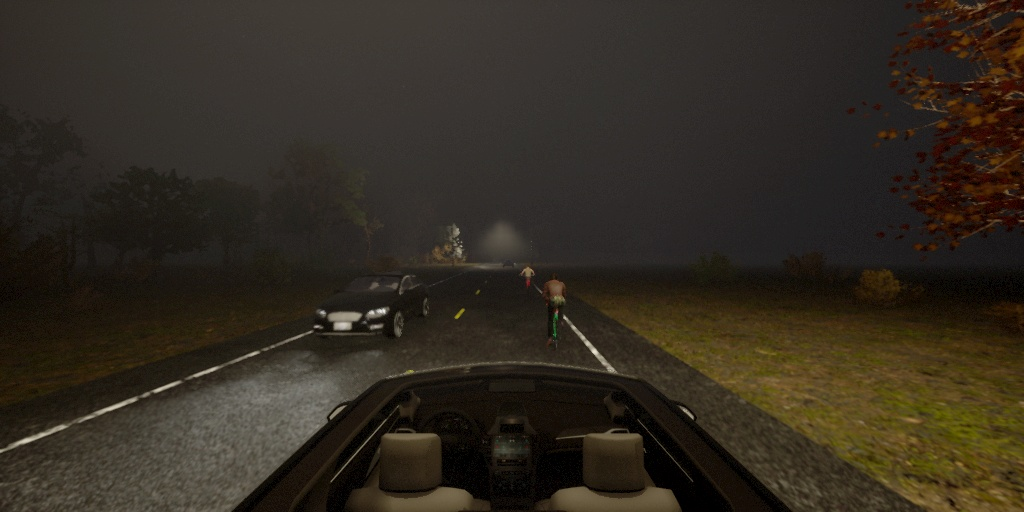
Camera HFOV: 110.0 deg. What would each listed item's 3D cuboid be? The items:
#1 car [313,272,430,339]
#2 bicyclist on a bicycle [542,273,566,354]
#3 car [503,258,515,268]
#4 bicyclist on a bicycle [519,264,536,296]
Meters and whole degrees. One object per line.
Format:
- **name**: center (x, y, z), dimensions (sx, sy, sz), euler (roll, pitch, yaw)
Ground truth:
- **car**: center (-3.643, 1.241, 10.138), dimensions (2.128, 1.511, 4.902), euler (0, 0, 0)
- **bicyclist on a bicycle**: center (0.935, 1.202, 7.842), dimensions (0.582, 1.620, 1.656), euler (0, 0, 0)
- **car**: center (-0.607, 1.261, 62.345), dimensions (1.812, 1.442, 4.674), euler (0, 0, -1)
- **bicyclist on a bicycle**: center (0.807, 1.185, 18.337), dimensions (0.866, 1.612, 1.509), euler (0, 0, 0)
